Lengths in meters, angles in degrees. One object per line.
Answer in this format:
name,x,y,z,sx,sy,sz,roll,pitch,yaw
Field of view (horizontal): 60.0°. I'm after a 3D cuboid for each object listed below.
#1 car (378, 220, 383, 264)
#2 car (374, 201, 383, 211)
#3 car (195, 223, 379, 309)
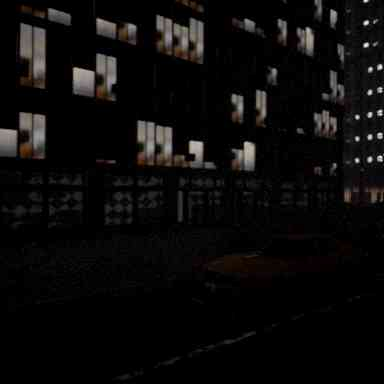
car,7.044,1.627,11.353,4.507,1.381,1.887,0,0,-36
car,23.784,1.678,39.326,1.802,1.307,4.206,1,0,-33
car,2.328,1.569,7.955,4.829,1.417,1.752,0,0,-36
